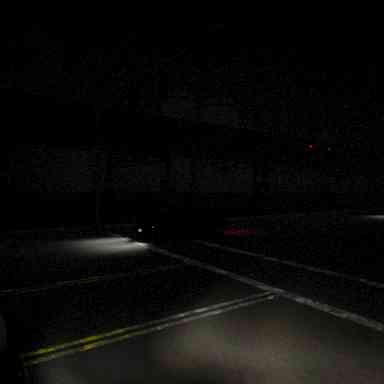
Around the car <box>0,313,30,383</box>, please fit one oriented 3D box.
[{"bbox_3d":[-3.640,1.221,1.180,5.566,2.045,2.150,0,0,-35],"label":"car"}]

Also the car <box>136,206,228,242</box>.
[{"bbox_3d":[-0.406,1.505,16.602,4.892,1.490,1.837,0,0,-36],"label":"car"}]
